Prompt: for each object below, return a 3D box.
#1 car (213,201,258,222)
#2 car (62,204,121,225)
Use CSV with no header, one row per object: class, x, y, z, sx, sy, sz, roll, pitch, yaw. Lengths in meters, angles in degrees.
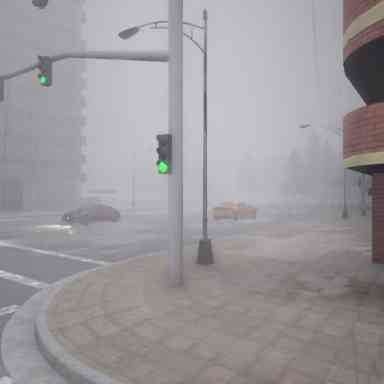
car,3.589,1.477,26.823,1.882,1.535,5.008,0,0,36
car,-7.213,1.564,24.116,1.994,1.385,4.181,0,0,36
